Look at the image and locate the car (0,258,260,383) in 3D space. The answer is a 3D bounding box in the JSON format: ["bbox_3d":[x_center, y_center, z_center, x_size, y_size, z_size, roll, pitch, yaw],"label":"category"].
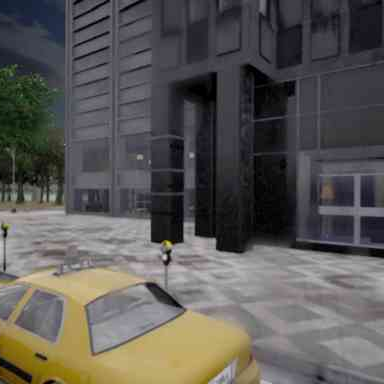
[{"bbox_3d":[-1.619,1.514,4.125,4.829,1.417,1.752,0,0,36],"label":"car"}]
